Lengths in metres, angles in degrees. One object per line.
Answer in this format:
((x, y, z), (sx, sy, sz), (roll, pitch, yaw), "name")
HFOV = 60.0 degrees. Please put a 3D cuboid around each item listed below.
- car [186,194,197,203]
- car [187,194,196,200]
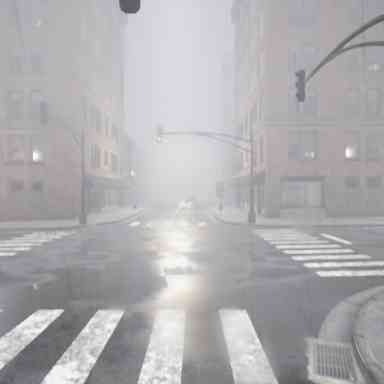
((-0.146, 1.214, 59.692), (2.033, 1.411, 5.357), (0, 0, 0), "car")
((-0.171, 1.034, 70.145), (1.895, 1.301, 4.718), (0, 0, 0), "car")
